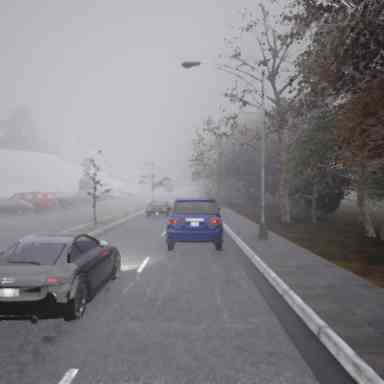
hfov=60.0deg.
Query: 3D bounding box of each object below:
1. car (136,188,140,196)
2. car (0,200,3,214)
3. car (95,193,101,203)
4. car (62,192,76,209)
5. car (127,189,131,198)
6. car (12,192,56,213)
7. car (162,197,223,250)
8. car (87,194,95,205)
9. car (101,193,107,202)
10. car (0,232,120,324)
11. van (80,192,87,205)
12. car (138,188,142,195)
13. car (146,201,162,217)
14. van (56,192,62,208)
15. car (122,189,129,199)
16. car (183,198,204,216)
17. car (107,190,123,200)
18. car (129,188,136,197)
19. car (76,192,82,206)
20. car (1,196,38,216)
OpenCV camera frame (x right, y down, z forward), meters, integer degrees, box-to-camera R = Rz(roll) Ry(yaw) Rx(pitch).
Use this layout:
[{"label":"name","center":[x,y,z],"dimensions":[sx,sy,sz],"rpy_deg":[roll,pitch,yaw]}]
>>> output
[{"label":"car","center":[-16.657,0.553,84.020],"dimensions":[5.366,1.575,1.946],"rpy_deg":[-1,1,-20]},{"label":"car","center":[-16.840,1.451,24.092],"dimensions":[4.792,1.488,2.163],"rpy_deg":[-1,0,-20]},{"label":"car","center":[-16.846,1.113,50.930],"dimensions":[4.674,1.452,2.002],"rpy_deg":[-1,1,-20]},{"label":"car","center":[-16.836,0.988,39.012],"dimensions":[5.566,2.045,2.435],"rpy_deg":[-1,1,-20]},{"label":"car","center":[-16.839,0.768,74.949],"dimensions":[4.674,1.452,2.002],"rpy_deg":[-1,1,-20]},{"label":"car","center":[-16.891,1.072,33.016],"dimensions":[5.566,2.045,2.435],"rpy_deg":[-1,1,-20]},{"label":"car","center":[0.101,1.211,14.446],"dimensions":[2.150,2.045,5.566],"rpy_deg":[0,0,0]},{"label":"car","center":[-16.824,0.989,47.956],"dimensions":[4.553,1.767,2.185],"rpy_deg":[-1,1,-20]},{"label":"car","center":[-16.823,1.060,53.948],"dimensions":[4.792,1.488,2.163],"rpy_deg":[-1,1,-20]},{"label":"car","center":[-2.902,1.567,7.285],"dimensions":[1.994,1.385,4.181],"rpy_deg":[0,0,0]},{"label":"van","center":[-16.966,0.933,44.920],"dimensions":[4.442,1.987,1.878],"rpy_deg":[-1,1,-20]},{"label":"car","center":[-16.856,0.243,86.942],"dimensions":[5.566,2.045,2.435],"rpy_deg":[-1,2,-20]},{"label":"car","center":[-2.899,1.466,29.852],"dimensions":[1.895,1.301,4.718],"rpy_deg":[0,1,0]},{"label":"van","center":[-16.755,1.054,36.059],"dimensions":[4.442,1.987,1.878],"rpy_deg":[-1,1,-20]},{"label":"car","center":[-17.009,0.777,71.876],"dimensions":[5.366,1.575,1.946],"rpy_deg":[-1,1,-20]},{"label":"car","center":[0.101,1.351,31.519],"dimensions":[1.837,1.490,4.892],"rpy_deg":[0,1,0]},{"label":"car","center":[-16.815,0.892,65.953],"dimensions":[4.792,1.488,2.163],"rpy_deg":[-1,1,-20]},{"label":"car","center":[-16.810,0.428,77.963],"dimensions":[5.566,2.045,2.435],"rpy_deg":[-1,1,-20]},{"label":"car","center":[-16.850,1.199,41.983],"dimensions":[4.892,1.521,2.231],"rpy_deg":[-1,1,-20]},{"label":"car","center":[-16.860,1.398,30.049],"dimensions":[4.674,1.452,2.002],"rpy_deg":[-1,1,-20]}]
